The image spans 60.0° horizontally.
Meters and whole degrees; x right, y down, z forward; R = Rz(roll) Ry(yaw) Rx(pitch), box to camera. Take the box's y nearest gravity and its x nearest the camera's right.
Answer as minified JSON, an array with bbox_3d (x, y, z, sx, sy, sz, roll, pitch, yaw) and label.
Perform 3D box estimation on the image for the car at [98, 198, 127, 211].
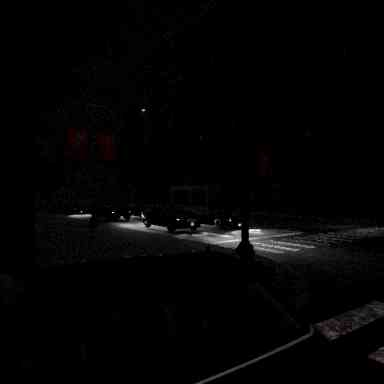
[{"bbox_3d":[-10.872,1.659,45.269,2.128,1.511,4.902,0,0,-36],"label":"car"}]

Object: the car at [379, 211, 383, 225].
[{"bbox_3d":[13.055,1.243,17.581,2.150,2.045,5.566,0,0,-36],"label":"car"}]

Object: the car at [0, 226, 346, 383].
[{"bbox_3d":[-1.039,1.352,2.181,4.553,1.767,2.097,0,0,-34],"label":"car"}]

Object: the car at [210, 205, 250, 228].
[{"bbox_3d":[1.430,1.609,22.323,2.033,1.411,5.357,0,0,-33],"label":"car"}]

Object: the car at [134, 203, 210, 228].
[{"bbox_3d":[-1.410,1.548,20.646,2.128,1.511,4.902,0,0,-36],"label":"car"}]

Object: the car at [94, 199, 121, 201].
[{"bbox_3d":[-10.537,1.632,38.921,2.128,1.511,4.902,0,0,-36],"label":"car"}]

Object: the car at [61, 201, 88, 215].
[{"bbox_3d":[-13.038,1.681,36.832,2.033,1.411,5.357,0,0,-35],"label":"car"}]

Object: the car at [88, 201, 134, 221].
[{"bbox_3d":[-6.857,1.693,28.221,1.895,1.301,4.718,0,0,-36],"label":"car"}]

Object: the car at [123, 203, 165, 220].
[{"bbox_3d":[-4.465,1.701,30.455,1.895,1.301,4.718,0,0,-36],"label":"car"}]
